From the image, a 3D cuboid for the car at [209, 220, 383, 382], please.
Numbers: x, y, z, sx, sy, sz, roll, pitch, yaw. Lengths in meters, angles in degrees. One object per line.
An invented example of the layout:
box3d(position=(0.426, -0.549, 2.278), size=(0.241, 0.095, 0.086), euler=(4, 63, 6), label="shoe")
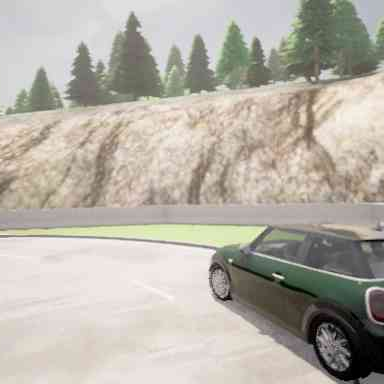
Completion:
box3d(position=(1.992, 1.270, 5.742), size=(2.097, 1.767, 4.553), euler=(-2, 0, -21), label="car")
